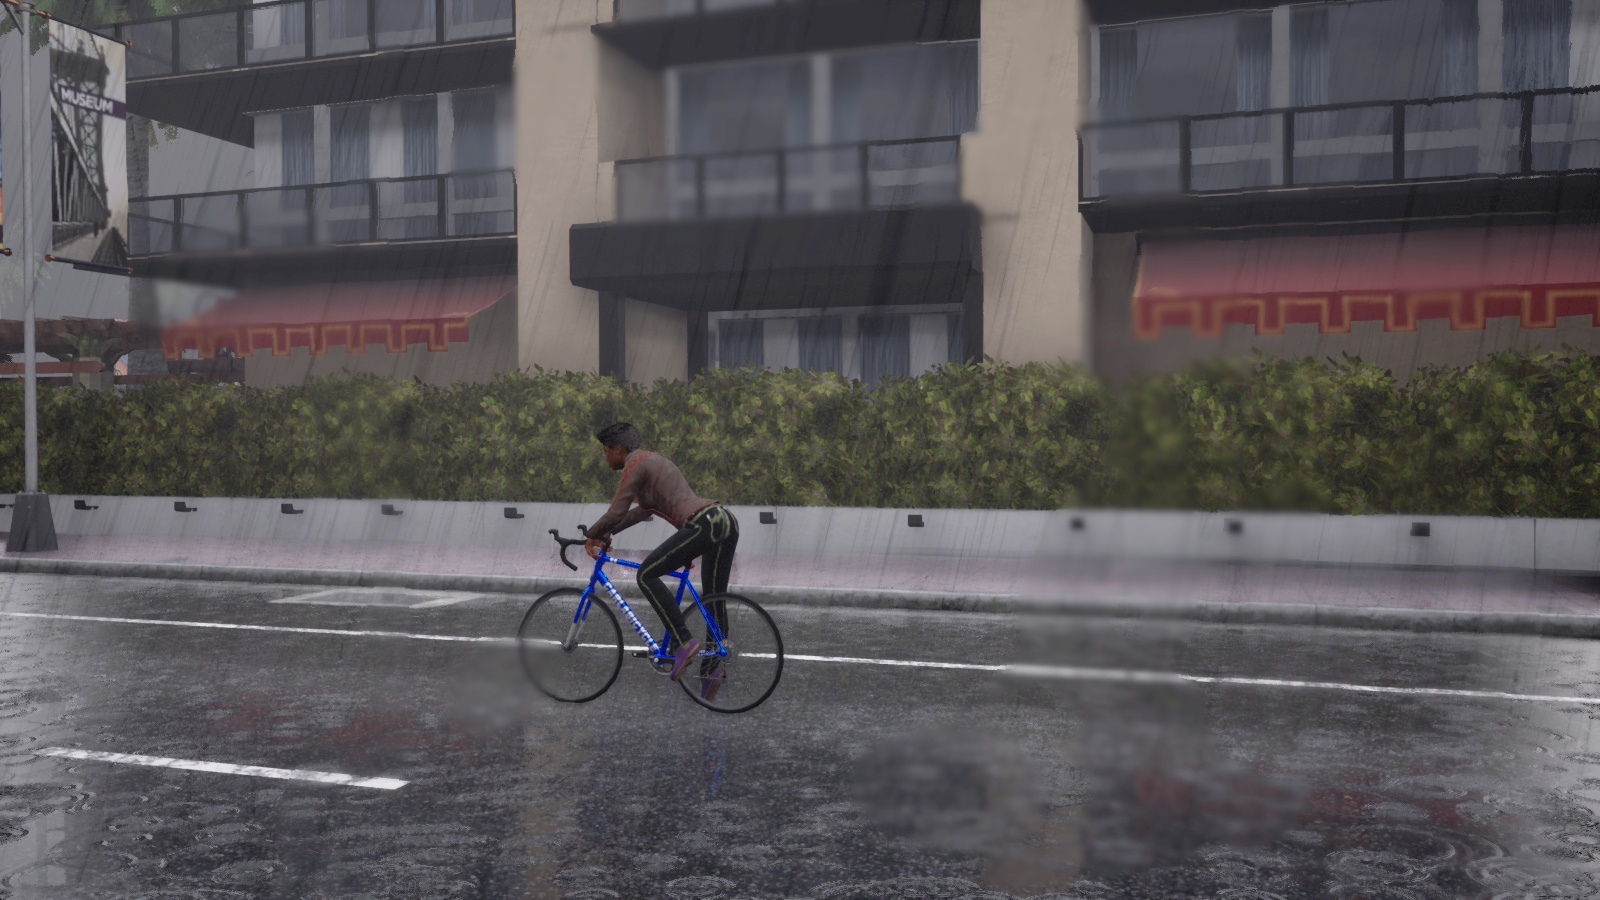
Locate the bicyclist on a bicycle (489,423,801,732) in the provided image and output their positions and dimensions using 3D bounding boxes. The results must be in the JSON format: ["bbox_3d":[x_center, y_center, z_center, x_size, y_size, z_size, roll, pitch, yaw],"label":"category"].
[{"bbox_3d":[-0.873,0.662,7.111,1.656,1.620,0.582,0,1,18],"label":"bicyclist on a bicycle"}]
